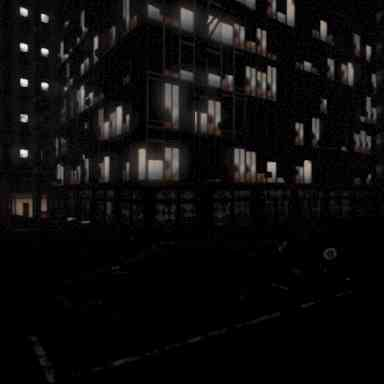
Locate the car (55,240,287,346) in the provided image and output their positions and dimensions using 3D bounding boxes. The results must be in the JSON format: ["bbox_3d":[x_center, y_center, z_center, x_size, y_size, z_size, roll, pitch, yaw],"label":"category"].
[{"bbox_3d":[-0.342,1.612,6.324,4.206,1.307,1.802,1,-1,-35],"label":"car"}]

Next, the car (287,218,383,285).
[{"bbox_3d":[4.286,1.524,9.625,4.097,1.590,1.967,1,-1,-35],"label":"car"}]
